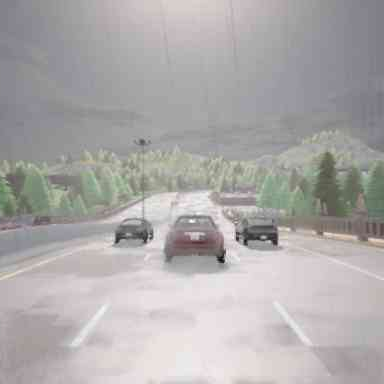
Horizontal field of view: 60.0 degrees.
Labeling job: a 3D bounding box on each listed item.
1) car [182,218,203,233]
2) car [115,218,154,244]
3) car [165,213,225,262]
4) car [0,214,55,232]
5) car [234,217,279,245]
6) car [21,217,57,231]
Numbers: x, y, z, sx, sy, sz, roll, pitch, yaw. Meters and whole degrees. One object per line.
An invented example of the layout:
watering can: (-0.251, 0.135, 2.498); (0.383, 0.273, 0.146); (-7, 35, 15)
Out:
car: (0.090, 3.451, 34.860); (2.033, 1.411, 5.357); (0, -4, 0)
car: (-3.413, 2.298, 20.200); (1.812, 1.442, 4.674); (0, -4, 0)
car: (0.096, 1.680, 13.450); (2.097, 1.767, 4.553); (0, -3, 0)
car: (-10.558, 2.210, 21.289); (2.097, 1.767, 4.553); (0, -4, 0)
car: (3.595, 2.193, 19.107); (1.837, 1.490, 4.892); (0, -4, 0)
car: (-17.515, 3.681, 38.361); (1.837, 1.490, 4.892); (0, -5, 0)
